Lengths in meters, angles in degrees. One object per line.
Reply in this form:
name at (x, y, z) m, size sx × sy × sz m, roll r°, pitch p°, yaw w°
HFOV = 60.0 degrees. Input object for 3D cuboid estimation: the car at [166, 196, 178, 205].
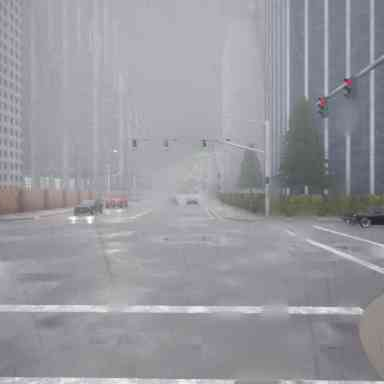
car at (-3.447, 1.522, 58.380) m, size 1.837 × 1.490 × 4.892 m, roll 0°, pitch 0°, yaw 0°

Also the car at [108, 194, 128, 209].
car at (-10.543, 1.236, 46.728) m, size 2.150 × 2.045 × 5.566 m, roll 0°, pitch 0°, yaw 0°

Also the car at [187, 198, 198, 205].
car at (0.053, 1.618, 58.407) m, size 1.895 × 1.301 × 4.718 m, roll 0°, pitch 0°, yaw 0°

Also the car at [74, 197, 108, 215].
car at (-10.568, 1.487, 34.313) m, size 1.882 × 1.535 × 5.008 m, roll 0°, pitch 0°, yaw 0°

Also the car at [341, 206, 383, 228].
car at (12.149, 1.552, 21.199) m, size 4.718 × 1.301 × 1.895 m, roll 0°, pitch 0°, yaw 0°
